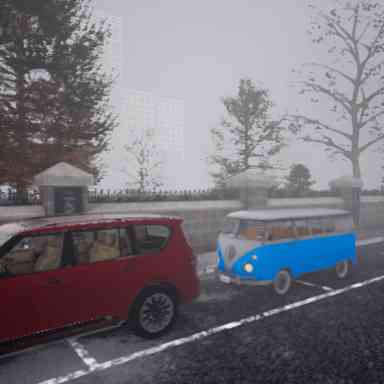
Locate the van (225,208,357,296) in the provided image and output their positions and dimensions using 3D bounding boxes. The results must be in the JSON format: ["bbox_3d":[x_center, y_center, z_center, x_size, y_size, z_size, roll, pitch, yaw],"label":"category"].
[{"bbox_3d":[2.413,1.313,8.278,3.998,1.788,1.690,0,0,-35],"label":"van"}]

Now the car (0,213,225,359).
[{"bbox_3d":[-2.172,1.311,5.010,5.009,1.841,2.192,0,0,-35],"label":"car"}]
